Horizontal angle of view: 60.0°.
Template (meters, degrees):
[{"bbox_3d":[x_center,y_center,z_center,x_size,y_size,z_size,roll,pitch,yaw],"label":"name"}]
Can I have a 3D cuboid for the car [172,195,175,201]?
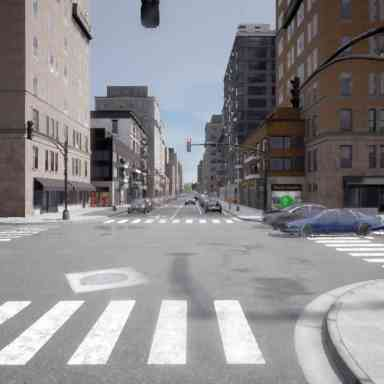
[{"bbox_3d":[-5.812,1.695,80.242,2.008,1.369,4.403,0,0,0],"label":"car"}]

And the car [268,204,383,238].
[{"bbox_3d":[6.979,1.520,17.033,5.357,1.411,2.033,0,0,-7],"label":"car"}]

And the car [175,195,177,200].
[{"bbox_3d":[-5.823,1.721,91.264,1.887,1.381,4.507,0,0,0],"label":"car"}]

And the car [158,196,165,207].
[{"bbox_3d":[-5.785,1.653,52.688,1.802,1.307,4.206,0,0,0],"label":"car"}]

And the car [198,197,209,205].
[{"bbox_3d":[2.229,1.648,63.718,2.008,1.369,4.403,0,0,0],"label":"car"}]

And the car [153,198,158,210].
[{"bbox_3d":[-5.774,1.490,41.667,1.967,1.590,4.097,0,0,0],"label":"car"}]

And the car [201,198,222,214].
[{"bbox_3d":[2.257,1.606,36.163,1.947,1.339,4.313,0,0,0],"label":"car"}]

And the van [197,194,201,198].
[{"bbox_3d":[2.235,1.424,58.207,1.690,1.788,3.998,0,0,0],"label":"van"}]

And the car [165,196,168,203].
[{"bbox_3d":[-5.790,1.634,58.199,2.008,1.369,4.403,0,0,0],"label":"car"}]

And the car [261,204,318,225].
[{"bbox_3d":[6.809,1.473,20.669,4.902,1.511,2.128,0,0,0],"label":"car"}]

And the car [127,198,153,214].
[{"bbox_3d":[-5.768,1.480,36.156,1.967,1.590,4.097,0,0,0],"label":"car"}]

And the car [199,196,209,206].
[{"bbox_3d":[2.246,1.641,47.186,1.802,1.307,4.206,0,0,0],"label":"car"}]

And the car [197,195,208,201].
[{"bbox_3d":[2.240,1.637,52.696,1.947,1.339,4.313,0,0,0],"label":"car"}]

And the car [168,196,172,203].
[{"bbox_3d":[-5.801,1.552,69.220,1.967,1.590,4.097,0,0,0],"label":"car"}]

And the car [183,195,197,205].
[{"bbox_3d":[-0.305,1.689,60.367,1.895,1.301,4.718,0,0,0],"label":"car"}]
